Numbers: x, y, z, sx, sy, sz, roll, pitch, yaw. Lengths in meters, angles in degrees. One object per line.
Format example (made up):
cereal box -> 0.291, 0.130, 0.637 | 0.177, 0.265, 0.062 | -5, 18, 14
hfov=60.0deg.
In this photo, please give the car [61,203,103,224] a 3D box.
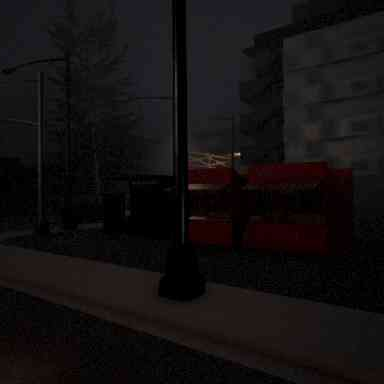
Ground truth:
car -> -7.605, 1.597, 25.324 | 1.812, 1.442, 4.674 | -1, -1, 36
